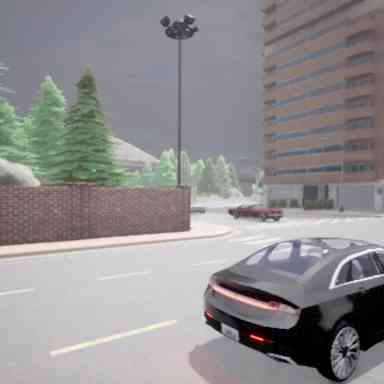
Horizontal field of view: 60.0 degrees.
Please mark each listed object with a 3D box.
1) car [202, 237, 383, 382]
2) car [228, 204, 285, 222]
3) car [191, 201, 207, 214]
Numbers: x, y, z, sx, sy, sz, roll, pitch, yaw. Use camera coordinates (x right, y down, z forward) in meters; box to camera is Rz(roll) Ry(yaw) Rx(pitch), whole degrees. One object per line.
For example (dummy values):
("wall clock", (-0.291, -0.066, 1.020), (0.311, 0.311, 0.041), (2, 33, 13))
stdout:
("car", (2.442, 1.512, 5.486), (4.902, 1.511, 2.128), (0, 0, -36))
("car", (5.127, 1.626, 26.953), (1.895, 1.301, 4.718), (0, 0, -35))
("car", (-0.331, 1.627, 35.394), (1.895, 1.301, 4.718), (0, 0, -30))
